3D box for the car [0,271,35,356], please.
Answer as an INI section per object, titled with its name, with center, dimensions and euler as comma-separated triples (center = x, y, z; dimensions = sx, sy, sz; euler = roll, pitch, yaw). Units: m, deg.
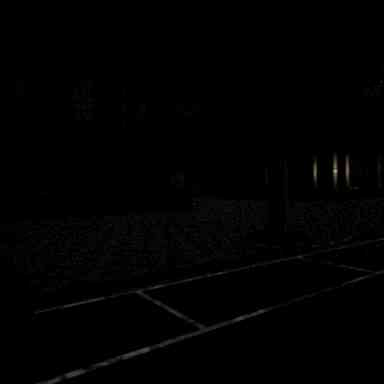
[car]
center = -4.172, 1.579, 3.674
dimensions = 4.403, 1.369, 2.008
euler = -1, 1, -35
